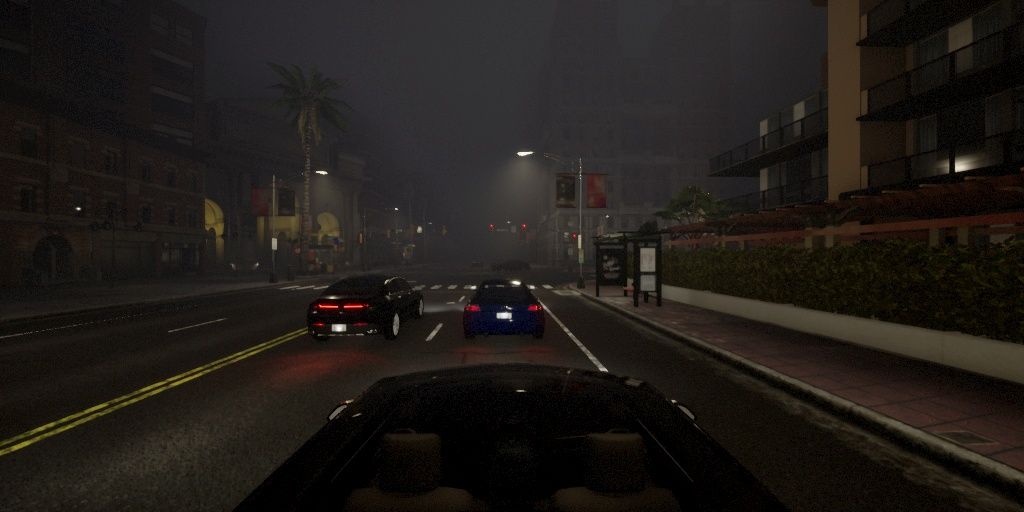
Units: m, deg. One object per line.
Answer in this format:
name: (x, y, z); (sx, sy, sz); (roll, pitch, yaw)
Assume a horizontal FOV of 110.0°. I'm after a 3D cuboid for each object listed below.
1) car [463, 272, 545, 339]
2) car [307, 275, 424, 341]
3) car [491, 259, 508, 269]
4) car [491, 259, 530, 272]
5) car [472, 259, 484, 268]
car: (-0.246, 1.314, 10.088); (1.994, 1.385, 4.181); (0, 0, -2)
car: (-3.735, 1.255, 9.928); (1.837, 1.490, 4.892); (0, 0, -3)
car: (-2.165, 1.258, 60.575); (1.837, 1.490, 4.892); (-2, 0, -12)
car: (-0.209, 1.230, 43.755); (5.008, 1.535, 1.882); (0, -1, -30)
car: (-5.923, 1.245, 62.607); (2.128, 1.511, 4.902); (0, 0, -2)
